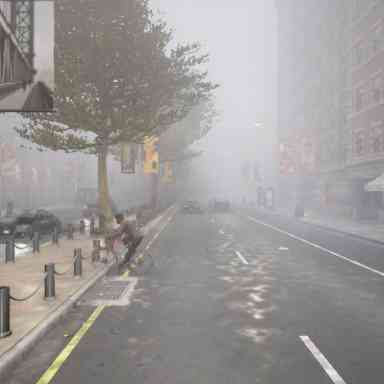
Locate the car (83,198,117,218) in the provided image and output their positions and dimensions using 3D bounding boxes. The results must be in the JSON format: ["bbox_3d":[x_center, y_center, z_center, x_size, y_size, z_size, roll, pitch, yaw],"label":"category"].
[{"bbox_3d":[-8.233,1.351,30.035,2.097,1.767,4.553,0,0,0],"label":"car"}]

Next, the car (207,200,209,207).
[{"bbox_3d":[3.259,1.564,47.363,1.994,1.385,4.181,0,0,0],"label":"car"}]

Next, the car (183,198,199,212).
[{"bbox_3d":[-0.121,1.601,38.966,1.895,1.301,4.718,0,0,0],"label":"car"}]

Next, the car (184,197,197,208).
[{"bbox_3d":[-0.188,1.526,48.070,1.812,1.442,4.674,0,0,1],"label":"car"}]

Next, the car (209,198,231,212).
[{"bbox_3d":[3.315,1.478,38.376,1.882,1.535,5.008,0,0,0],"label":"car"}]

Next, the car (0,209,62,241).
[{"bbox_3d":[-8.165,1.563,16.627,1.994,1.385,4.181,0,0,0],"label":"car"}]

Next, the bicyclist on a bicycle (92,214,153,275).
[{"bbox_3d":[-1.842,1.416,8.967,1.656,1.620,0.582,3,0,0],"label":"bicyclist on a bicycle"}]
